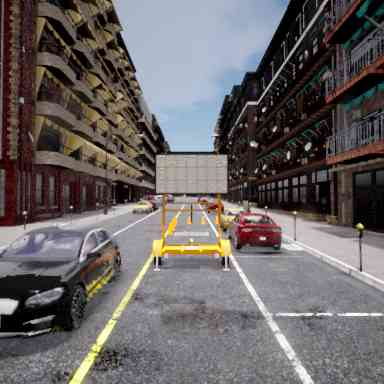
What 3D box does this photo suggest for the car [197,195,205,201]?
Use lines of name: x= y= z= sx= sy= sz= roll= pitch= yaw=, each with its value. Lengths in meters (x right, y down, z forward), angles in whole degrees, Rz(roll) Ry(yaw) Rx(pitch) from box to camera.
car: x=2.449 y=1.725 z=91.729 sx=1.967 sy=1.590 sz=4.097 roll=1 pitch=0 yaw=0

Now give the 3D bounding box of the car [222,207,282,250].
car: x=2.571 y=1.561 z=14.296 sx=1.887 sy=1.381 sz=4.507 roll=1 pitch=0 yaw=0

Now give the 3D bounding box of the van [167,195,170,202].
van: x=-5.356 y=1.474 z=58.595 sx=1.690 sy=1.788 sz=3.998 roll=1 pitch=0 yaw=0

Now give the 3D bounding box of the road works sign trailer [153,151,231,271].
road works sign trailer: x=-0.011 y=0.475 z=10.959 sx=2.380 sy=3.560 sz=2.880 roll=0 pitch=0 yaw=0

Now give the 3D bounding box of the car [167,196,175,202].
car: x=-5.393 y=1.822 z=86.247 sx=1.947 sy=1.339 sz=4.313 roll=1 pitch=0 yaw=0

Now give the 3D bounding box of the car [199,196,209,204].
car: x=2.517 y=1.618 z=69.604 sx=1.967 sy=1.590 sz=4.097 roll=1 pitch=0 yaw=0

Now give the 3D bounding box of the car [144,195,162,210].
car: x=-5.335 y=1.394 z=42.005 sx=2.192 sy=1.841 sz=5.009 roll=2 pitch=0 yaw=0

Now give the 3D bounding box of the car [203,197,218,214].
car: x=2.545 y=1.608 z=36.418 sx=1.887 sy=1.381 sz=4.507 roll=1 pitch=0 yaw=0

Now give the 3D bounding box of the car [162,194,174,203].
car: x=-5.374 y=1.518 z=75.186 sx=2.192 sy=1.841 sz=5.009 roll=1 pitch=0 yaw=0

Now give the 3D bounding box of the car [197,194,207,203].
car: x=2.465 y=1.543 z=80.666 sx=2.192 sy=1.841 sz=5.009 roll=1 pitch=0 yaw=0

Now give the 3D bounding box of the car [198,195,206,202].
car: x=2.520 y=1.677 z=58.542 sx=1.887 sy=1.381 sz=4.507 roll=1 pitch=0 yaw=0

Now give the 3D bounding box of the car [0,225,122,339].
car: x=-2.756 y=1.499 z=6.927 sx=2.128 sy=1.511 sz=4.902 roll=0 pitch=0 yaw=0

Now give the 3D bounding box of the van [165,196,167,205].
van: x=-5.349 y=1.453 z=53.063 sx=1.690 sy=1.788 sz=3.998 roll=2 pitch=0 yaw=0

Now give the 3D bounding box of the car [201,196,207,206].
car: x=2.539 y=1.629 z=41.950 sx=2.008 sy=1.369 sz=4.403 roll=1 pitch=0 yaw=0

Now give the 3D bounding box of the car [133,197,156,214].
car: x=-5.334 y=1.589 z=36.303 sx=1.752 sy=1.417 sz=4.829 roll=2 pitch=0 yaw=0

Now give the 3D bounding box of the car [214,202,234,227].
car: x=2.565 y=1.551 z=19.998 sx=1.752 sy=1.417 sz=4.829 roll=1 pitch=0 yaw=0

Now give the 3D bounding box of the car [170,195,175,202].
car: x=-5.368 y=1.493 z=69.656 sx=2.192 sy=1.841 sz=5.009 roll=1 pitch=0 yaw=0
